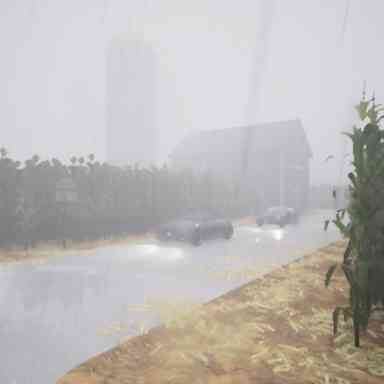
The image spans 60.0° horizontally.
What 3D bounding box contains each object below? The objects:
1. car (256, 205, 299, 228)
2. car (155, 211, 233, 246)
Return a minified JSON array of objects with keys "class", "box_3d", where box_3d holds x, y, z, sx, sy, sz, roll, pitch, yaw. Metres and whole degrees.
[{"class":"car","box_3d":[6.289,1.698,23.922,1.812,1.442,4.674,0,-1,36]},{"class":"car","box_3d":[0.221,1.615,15.602,1.994,1.385,4.181,0,-1,37]}]
